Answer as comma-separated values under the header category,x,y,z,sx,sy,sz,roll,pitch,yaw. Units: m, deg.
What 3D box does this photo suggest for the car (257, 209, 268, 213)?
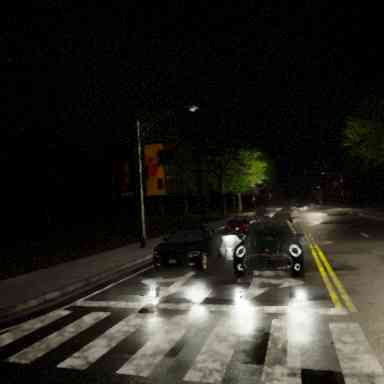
category,x,y,z,sx,sy,sz,roll,pitch,yaw
car,9.937,3.138,46.703,1.837,1.490,4.892,-4,-3,17

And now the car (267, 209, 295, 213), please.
category,x,y,z,sx,sy,sz,roll,pitch,yaw
car,7.024,2.367,25.884,1.812,1.442,4.674,-4,-3,16

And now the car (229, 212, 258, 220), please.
category,x,y,z,sx,sy,sz,roll,pitch,yaw
car,3.930,2.625,26.844,1.994,1.385,4.181,-4,-3,16

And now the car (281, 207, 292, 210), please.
category,x,y,z,sx,sy,sz,roll,pitch,yaw
car,13.026,2.876,45.724,1.882,1.535,5.008,-4,-3,17

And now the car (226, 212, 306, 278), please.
category,x,y,z,sx,sy,sz,roll,pitch,yaw
car,2.771,1.797,11.654,2.097,1.767,4.553,-4,-3,16

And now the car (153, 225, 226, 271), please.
category,x,y,z,sx,sy,sz,roll,pitch,yaw
car,0.030,2.174,13.775,1.882,1.535,5.008,-4,-3,16
